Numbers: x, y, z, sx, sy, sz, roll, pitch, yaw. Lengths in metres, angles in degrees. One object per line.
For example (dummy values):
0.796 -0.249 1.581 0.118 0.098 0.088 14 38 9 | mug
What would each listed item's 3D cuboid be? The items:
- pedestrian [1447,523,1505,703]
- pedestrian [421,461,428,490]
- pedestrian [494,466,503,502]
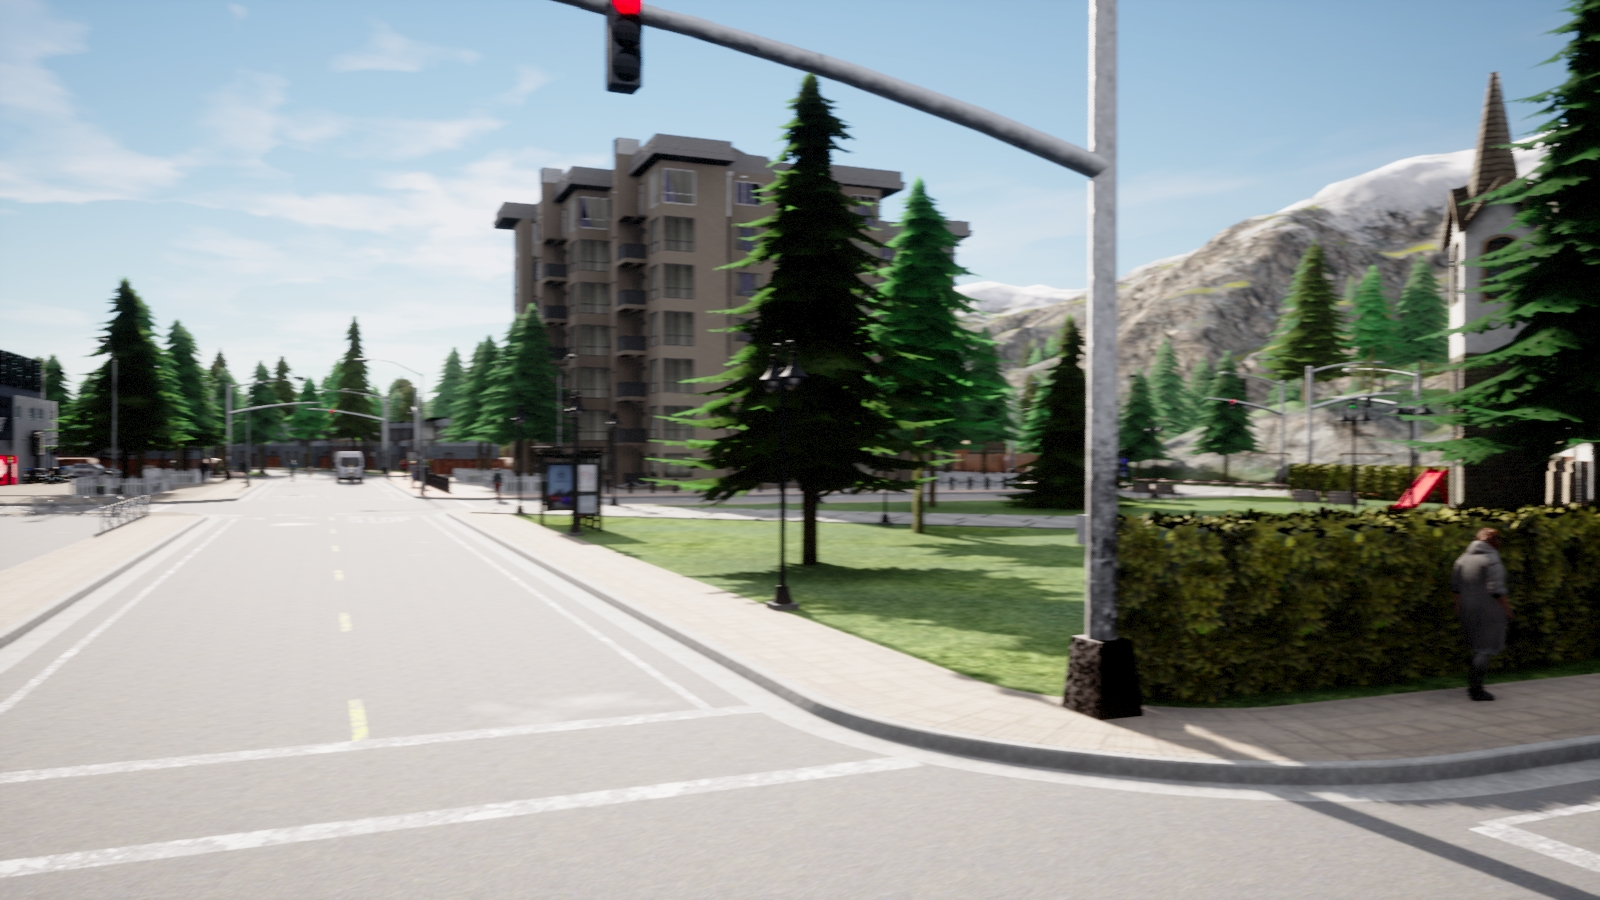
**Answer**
7.215 1.722 12.205 0.375 1.860 0.375 0 0 -12 | pedestrian
-24.121 1.614 73.367 0.375 1.860 0.375 0 0 -24 | pedestrian
-15.735 1.781 59.585 0.375 1.860 0.375 0 0 -30 | pedestrian
